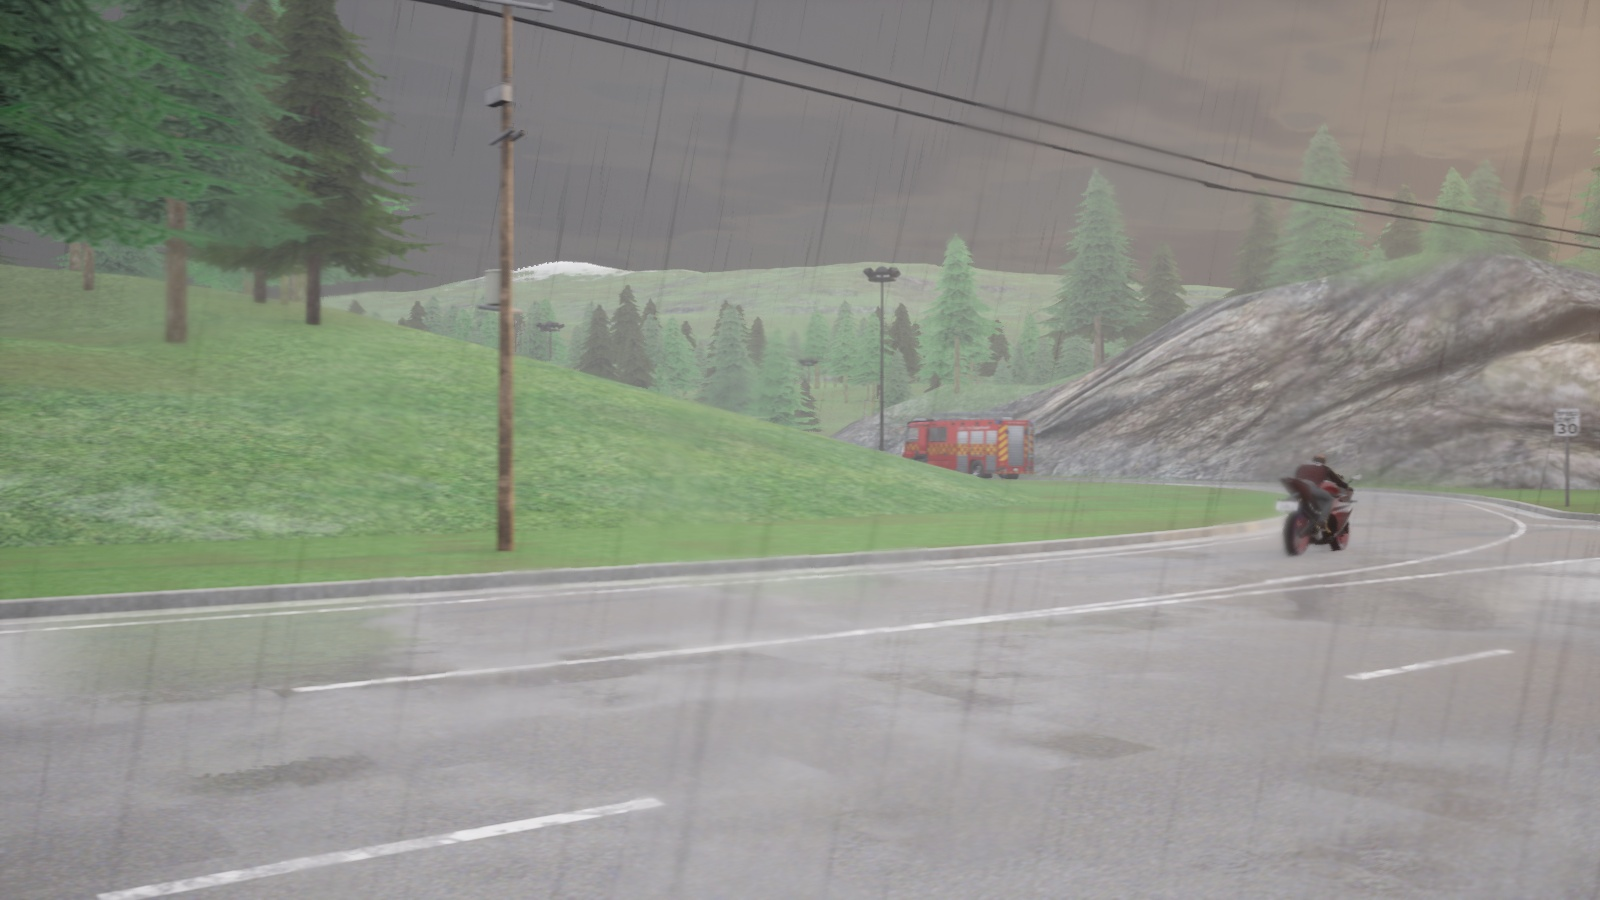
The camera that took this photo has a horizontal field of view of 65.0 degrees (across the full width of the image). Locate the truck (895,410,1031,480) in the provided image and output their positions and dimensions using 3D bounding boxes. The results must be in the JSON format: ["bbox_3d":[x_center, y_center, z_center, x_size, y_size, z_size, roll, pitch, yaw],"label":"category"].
[{"bbox_3d":[9.259,-0.259,72.414,2.891,3.827,8.468,0,0,-34],"label":"truck"}]

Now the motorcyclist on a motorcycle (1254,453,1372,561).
[{"bbox_3d":[7.732,0.811,18.881,0.866,1.530,2.191,-1,0,45],"label":"motorcyclist on a motorcycle"}]
